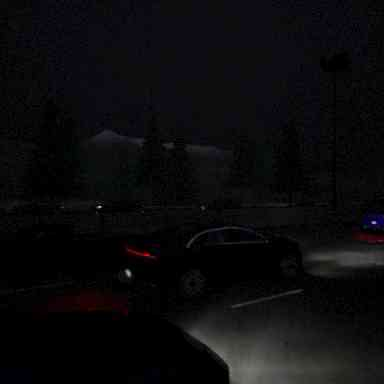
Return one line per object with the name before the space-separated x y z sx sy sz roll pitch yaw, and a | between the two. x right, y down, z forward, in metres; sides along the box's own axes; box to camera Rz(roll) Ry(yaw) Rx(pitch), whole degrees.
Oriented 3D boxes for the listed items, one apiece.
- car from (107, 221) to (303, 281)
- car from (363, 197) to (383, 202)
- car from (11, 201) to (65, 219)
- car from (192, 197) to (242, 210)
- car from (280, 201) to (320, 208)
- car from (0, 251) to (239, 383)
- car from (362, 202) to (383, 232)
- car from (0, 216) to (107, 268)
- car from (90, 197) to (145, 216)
car | 0.696 1.480 8.267 4.902 1.511 2.128 0 0 -33
car | 26.731 1.473 47.515 4.902 1.511 2.128 0 0 -17
car | -13.219 1.497 28.631 4.181 1.385 1.994 0 0 -33
car | 2.259 1.313 29.668 4.553 1.767 2.097 0 0 -28
car | 9.506 1.538 29.439 4.181 1.385 1.994 0 0 -25
car | -2.195 1.539 2.132 5.357 1.411 2.033 0 0 -35
car | 11.797 1.472 18.658 5.008 1.535 1.882 0 0 -27
car | -3.691 1.579 9.582 4.718 1.301 1.895 0 0 -34
car | -6.411 1.298 28.767 4.553 1.767 2.097 0 0 -31
